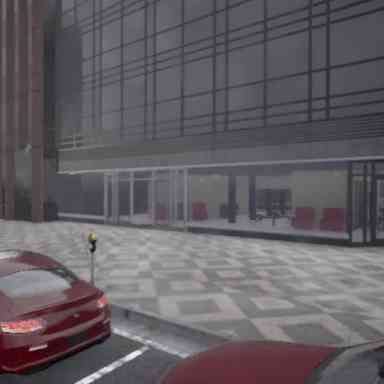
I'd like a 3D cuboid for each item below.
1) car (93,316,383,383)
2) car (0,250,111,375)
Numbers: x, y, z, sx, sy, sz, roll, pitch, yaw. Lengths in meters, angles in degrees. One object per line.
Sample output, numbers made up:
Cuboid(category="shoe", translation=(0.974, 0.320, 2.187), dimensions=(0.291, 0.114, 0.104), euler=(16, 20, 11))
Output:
Cuboid(category="car", translation=(1.563, 1.582, 1.846), dimensions=(4.206, 1.307, 1.802), euler=(0, 0, 35))
Cuboid(category="car", translation=(-3.028, 1.571, 5.117), dimensions=(4.206, 1.307, 1.802), euler=(0, 0, 35))
